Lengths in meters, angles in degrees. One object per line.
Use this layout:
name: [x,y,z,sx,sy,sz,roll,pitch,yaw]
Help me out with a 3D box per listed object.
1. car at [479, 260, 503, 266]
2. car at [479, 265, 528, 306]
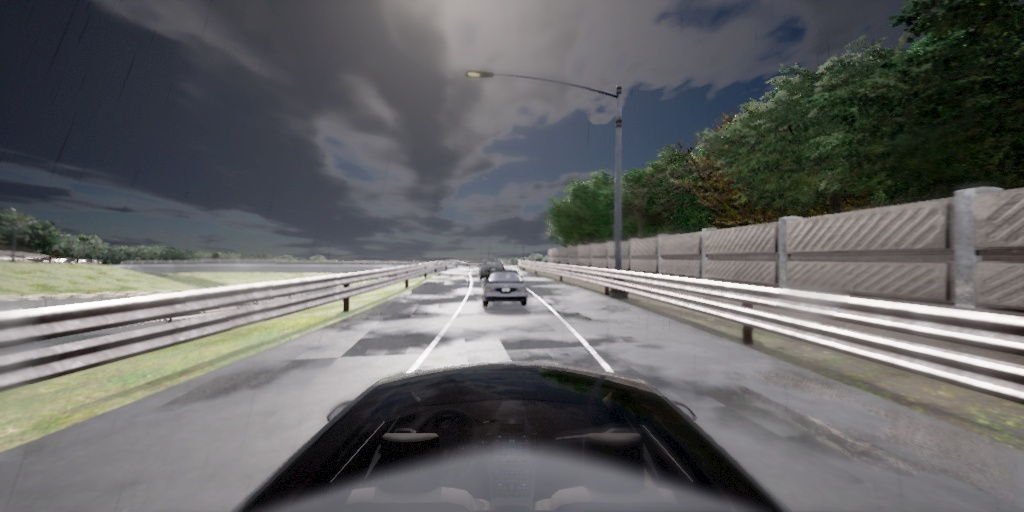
car: [-1.752,1.131,31.192,2.097,1.767,4.553,0,0,-7]
car: [-0.374,1.327,16.038,2.033,1.411,5.357,0,0,-3]
